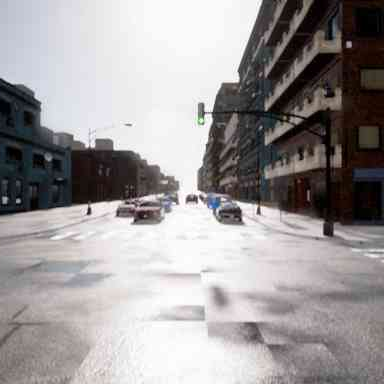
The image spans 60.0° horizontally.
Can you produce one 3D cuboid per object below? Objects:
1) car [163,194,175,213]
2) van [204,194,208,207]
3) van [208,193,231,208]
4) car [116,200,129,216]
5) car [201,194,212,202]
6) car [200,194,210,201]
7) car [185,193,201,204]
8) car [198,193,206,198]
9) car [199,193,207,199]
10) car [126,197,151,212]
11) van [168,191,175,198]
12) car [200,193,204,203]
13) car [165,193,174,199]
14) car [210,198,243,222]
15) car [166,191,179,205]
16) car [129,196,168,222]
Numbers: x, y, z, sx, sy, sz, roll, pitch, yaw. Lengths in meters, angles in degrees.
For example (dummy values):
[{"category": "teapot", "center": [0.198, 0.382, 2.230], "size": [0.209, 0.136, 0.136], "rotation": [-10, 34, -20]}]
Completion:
[{"category": "car", "center": [-3.099, 1.265, 34.593], "size": [1.882, 1.535, 5.008], "rotation": [0, 0, 0]}, {"category": "van", "center": [2.690, 1.085, 41.369], "size": [1.690, 1.788, 3.998], "rotation": [1, 0, 0]}, {"category": "van", "center": [2.693, 1.157, 30.206], "size": [1.690, 1.788, 3.998], "rotation": [1, 0, 0]}, {"category": "car", "center": [-5.690, 1.398, 30.170], "size": [1.802, 1.307, 4.206], "rotation": [1, 0, 0]}, {"category": "car", "center": [2.679, 1.159, 63.693], "size": [1.947, 1.339, 4.313], "rotation": [1, 0, 0]}, {"category": "car", "center": [2.678, 1.119, 69.273], "size": [1.947, 1.339, 4.313], "rotation": [1, 0, 0]}, {"category": "car", "center": [-0.019, 1.009, 54.497], "size": [2.097, 1.767, 4.553], "rotation": [0, 0, 0]}, {"category": "car", "center": [2.671, 0.938, 91.596], "size": [2.008, 1.369, 4.403], "rotation": [1, 0, 0]}, {"category": "car", "center": [2.674, 1.015, 80.435], "size": [1.887, 1.381, 4.507], "rotation": [1, 0, 0]}, {"category": "car", "center": [-5.692, 1.325, 35.750], "size": [1.887, 1.381, 4.507], "rotation": [1, 0, 0]}, {"category": "van", "center": [-5.706, 0.729, 91.550], "size": [1.690, 1.788, 3.998], "rotation": [1, 0, 0]}, {"category": "car", "center": [2.683, 1.194, 52.700], "size": [1.752, 1.417, 4.829], "rotation": [1, 0, 0]}, {"category": "car", "center": [-5.708, 0.995, 85.971], "size": [1.947, 1.339, 4.313], "rotation": [1, 0, 0]}, {"category": "car", "center": [2.693, 1.402, 24.629], "size": [2.008, 1.369, 4.403], "rotation": [1, 0, 0]}, {"category": "car", "center": [-3.081, 0.908, 50.353], "size": [2.150, 2.045, 5.566], "rotation": [0, 0, 0]}, {"category": "car", "center": [-3.098, 1.328, 24.680], "size": [1.882, 1.535, 5.008], "rotation": [0, 0, 0]}]
